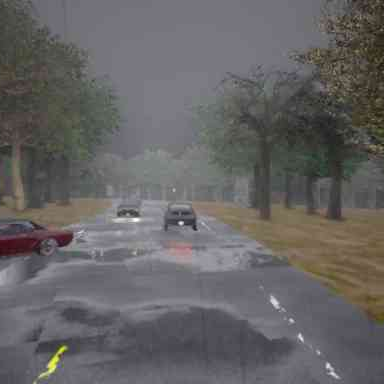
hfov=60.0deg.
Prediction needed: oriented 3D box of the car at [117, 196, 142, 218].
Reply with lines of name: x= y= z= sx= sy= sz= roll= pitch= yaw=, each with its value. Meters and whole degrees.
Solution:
car: x=-5.319 y=1.365 z=28.679 sx=2.033 sy=1.411 sz=5.357 roll=0 pitch=0 yaw=-7

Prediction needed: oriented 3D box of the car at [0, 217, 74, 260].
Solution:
car: x=-6.253 y=1.509 z=10.440 sx=1.895 sy=1.301 sz=4.718 roll=2 pitch=1 yaw=35

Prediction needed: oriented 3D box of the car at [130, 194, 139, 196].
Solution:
car: x=-8.064 y=1.097 z=46.540 sx=2.097 sy=1.767 sz=4.553 roll=0 pitch=0 yaw=-11

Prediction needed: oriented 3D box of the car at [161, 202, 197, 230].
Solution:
car: x=-0.763 y=1.387 z=20.025 sx=1.837 sy=1.490 sz=4.892 roll=0 pitch=0 yaw=-5
